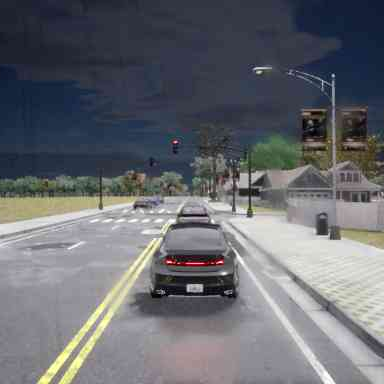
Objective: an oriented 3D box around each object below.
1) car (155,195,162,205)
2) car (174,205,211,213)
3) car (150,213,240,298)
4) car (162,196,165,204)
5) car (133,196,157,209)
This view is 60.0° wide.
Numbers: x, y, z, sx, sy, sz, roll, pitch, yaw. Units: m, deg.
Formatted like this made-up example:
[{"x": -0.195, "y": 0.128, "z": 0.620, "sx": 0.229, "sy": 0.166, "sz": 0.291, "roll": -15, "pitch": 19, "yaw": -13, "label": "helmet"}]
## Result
[{"x": -6.643, "y": 1.481, "z": 55.388, "sx": 1.882, "sy": 1.535, "sz": 5.008, "roll": 0, "pitch": 0, "yaw": 0, "label": "car"}, {"x": 0.055, "y": 1.501, "z": 18.770, "sx": 2.128, "sy": 1.511, "sz": 4.902, "roll": 0, "pitch": 0, "yaw": -2, "label": "car"}, {"x": 0.075, "y": 1.510, "z": 8.500, "sx": 1.837, "sy": 1.490, "sz": 4.892, "roll": 0, "pitch": 0, "yaw": 1, "label": "car"}, {"x": -6.604, "y": 1.355, "z": 65.692, "sx": 2.097, "sy": 1.767, "sz": 4.553, "roll": 0, "pitch": 0, "yaw": 0, "label": "car"}, {"x": -6.622, "y": 1.555, "z": 45.537, "sx": 2.033, "sy": 1.411, "sz": 5.357, "roll": 0, "pitch": 0, "yaw": 4, "label": "car"}]
